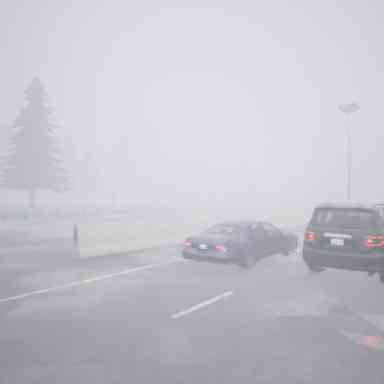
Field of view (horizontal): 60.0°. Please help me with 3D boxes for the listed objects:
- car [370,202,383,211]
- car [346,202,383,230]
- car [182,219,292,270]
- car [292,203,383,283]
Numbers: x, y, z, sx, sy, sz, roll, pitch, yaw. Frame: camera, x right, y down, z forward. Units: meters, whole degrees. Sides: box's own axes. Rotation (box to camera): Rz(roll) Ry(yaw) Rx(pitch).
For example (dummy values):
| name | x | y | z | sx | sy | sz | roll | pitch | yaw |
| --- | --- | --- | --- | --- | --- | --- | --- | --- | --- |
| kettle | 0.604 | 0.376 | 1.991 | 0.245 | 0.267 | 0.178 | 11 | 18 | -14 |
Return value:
| name | x | y | z | sx | sy | sz | roll | pitch | yaw |
| --- | --- | --- | --- | --- | --- | --- | --- | --- | --- |
| car | 30.602 | 2.284 | 53.315 | 4.718 | 1.301 | 1.895 | 1 | -1 | -36 |
| car | 13.106 | 1.658 | 24.105 | 2.097 | 1.767 | 4.553 | 0 | -1 | 45 |
| car | 1.950 | 1.680 | 11.720 | 2.033 | 1.411 | 5.357 | 0 | -1 | 40 |
| car | 5.357 | 1.354 | 10.322 | 2.150 | 2.045 | 5.566 | 0 | -1 | 40 |
